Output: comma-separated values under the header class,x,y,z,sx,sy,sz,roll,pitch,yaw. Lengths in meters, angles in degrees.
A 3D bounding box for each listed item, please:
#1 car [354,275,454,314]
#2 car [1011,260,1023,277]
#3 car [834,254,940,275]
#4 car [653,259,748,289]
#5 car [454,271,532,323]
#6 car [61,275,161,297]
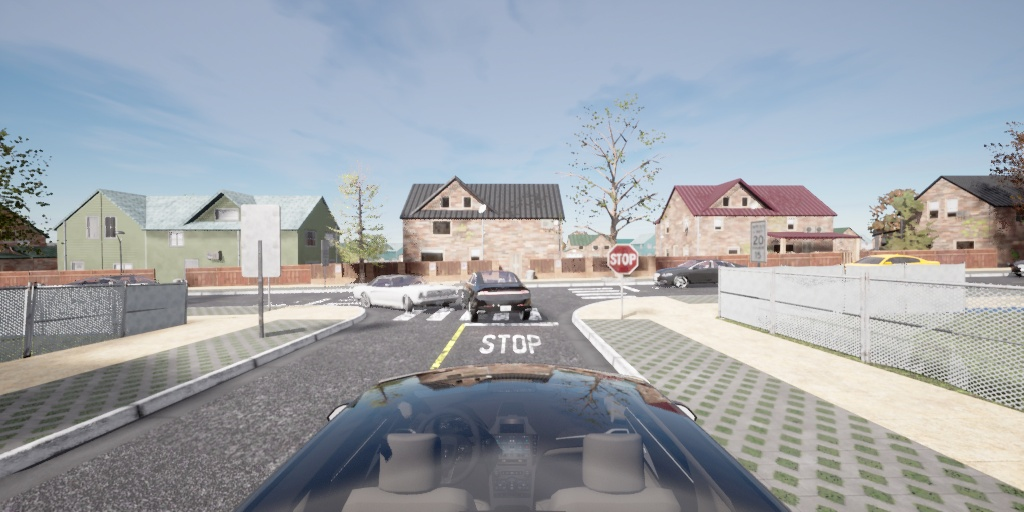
class,x,y,z,sx,sy,sz,roll,pitch,yaw
car,-4.197,1.401,14.019,4.718,1.301,1.895,-2,-1,40
car,30.770,0.446,19.770,4.902,1.511,2.128,-1,1,0
car,20.389,0.676,19.743,5.008,1.535,1.882,-1,1,0
car,10.349,0.926,19.714,4.902,1.511,2.128,-1,1,0
car,-0.676,1.243,12.317,2.128,1.511,4.902,0,0,-12
car,-18.100,1.644,16.675,4.902,1.511,2.128,-1,1,0
